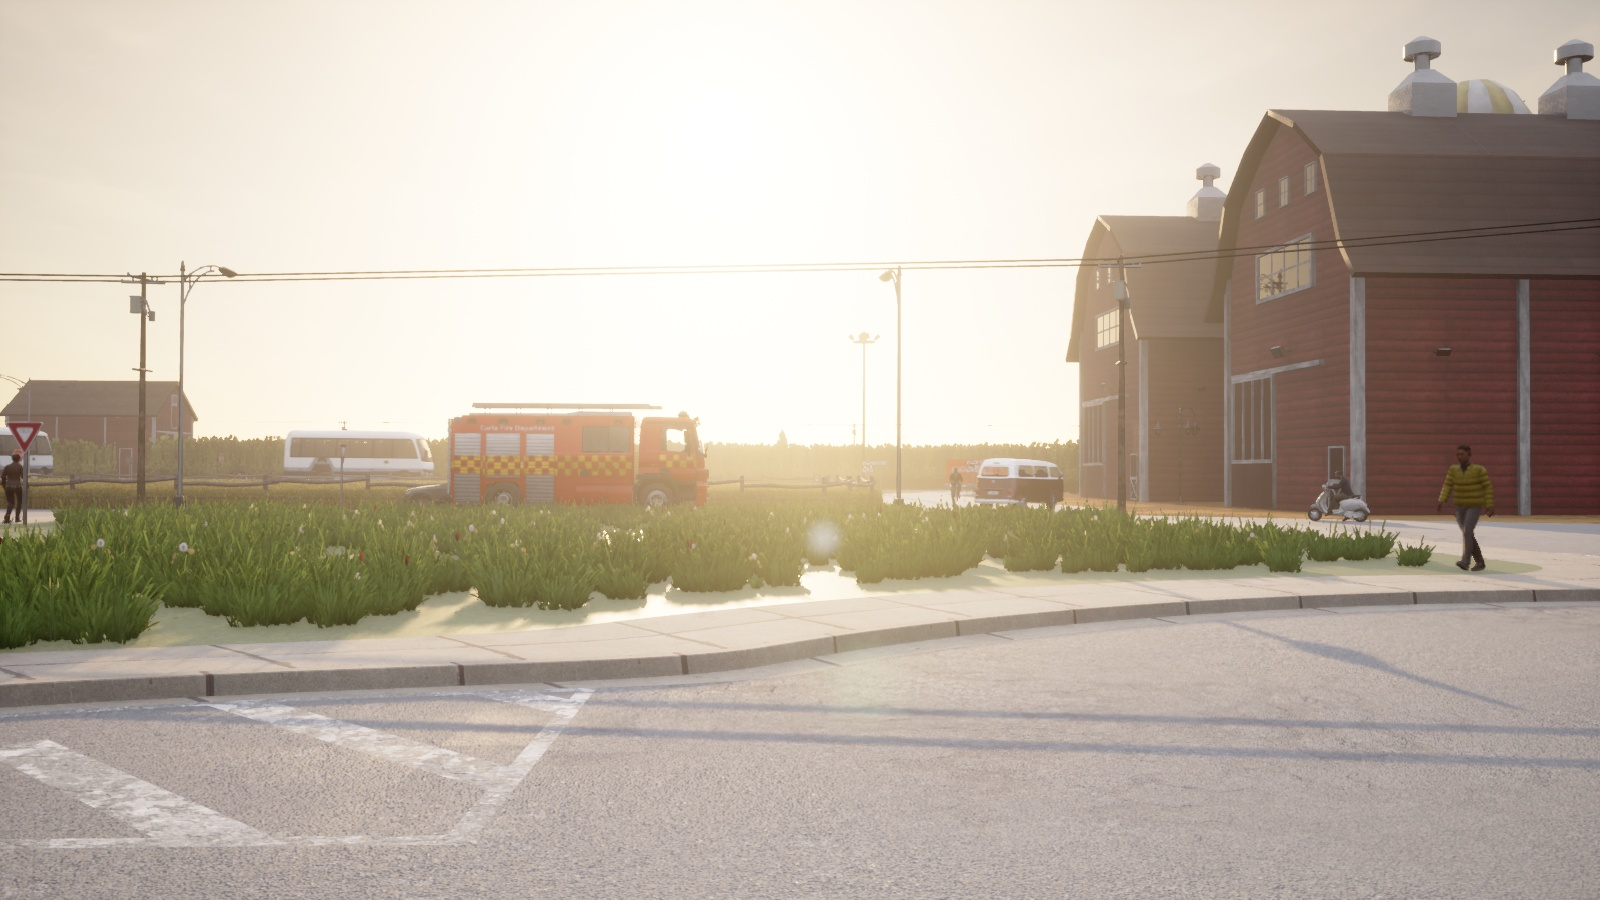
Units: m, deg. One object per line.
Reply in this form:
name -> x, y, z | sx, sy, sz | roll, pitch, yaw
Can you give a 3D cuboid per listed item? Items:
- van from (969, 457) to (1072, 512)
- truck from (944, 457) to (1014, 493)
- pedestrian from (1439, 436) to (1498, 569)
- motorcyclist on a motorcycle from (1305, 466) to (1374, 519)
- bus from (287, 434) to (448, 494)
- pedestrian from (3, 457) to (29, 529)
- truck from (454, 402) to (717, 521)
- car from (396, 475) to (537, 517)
van -> 8.563, 1.311, 48.537 | 2.069, 2.038, 4.480 | 0, -1, 37
truck -> 12.587, 1.754, 88.162 | 2.627, 2.467, 5.204 | -1, -1, 38
pedestrian -> 9.471, 0.730, 17.794 | 0.709, 1.840, 0.431 | 0, -1, -33
motorcyclist on a motorcycle -> 16.635, 1.291, 38.742 | 1.817, 1.590, 0.866 | -1, -1, 34
bus -> -31.178, 1.011, 90.845 | 10.273, 4.253, 3.944 | 0, -1, -2
pedestrian -> -19.905, 1.084, 31.890 | 0.328, 1.805, 0.869 | 0, -1, -15
truck -> -7.067, 0.389, 42.419 | 8.468, 3.827, 2.891 | 0, -1, -3
car -> -12.065, 1.653, 45.657 | 4.674, 1.442, 1.812 | 0, -1, -3
